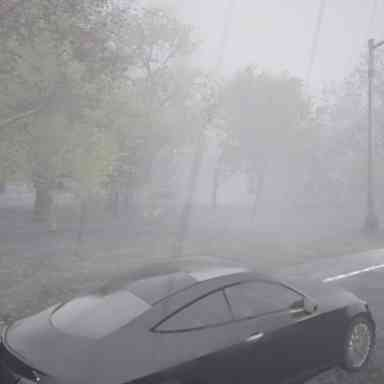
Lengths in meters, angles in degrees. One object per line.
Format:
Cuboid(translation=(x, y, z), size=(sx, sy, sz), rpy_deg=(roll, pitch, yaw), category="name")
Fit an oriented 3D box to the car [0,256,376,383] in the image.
Cuboid(translation=(0.300, 1.527, 3.959), size=(4.674, 1.442, 1.812), rpy_deg=(0, 0, -36), category="car")
